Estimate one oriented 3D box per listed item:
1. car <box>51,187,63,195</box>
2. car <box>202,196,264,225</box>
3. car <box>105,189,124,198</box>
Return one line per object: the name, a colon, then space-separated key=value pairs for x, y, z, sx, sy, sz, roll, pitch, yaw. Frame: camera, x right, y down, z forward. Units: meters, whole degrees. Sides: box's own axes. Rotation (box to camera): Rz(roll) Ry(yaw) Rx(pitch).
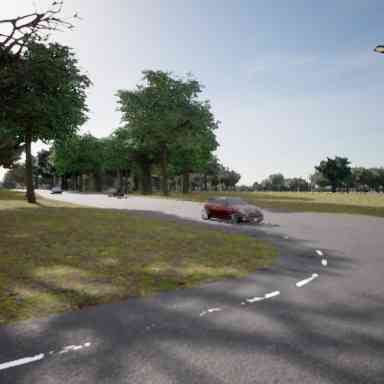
car: x=-27.922 y=-0.208 z=68.788 sx=1.882 sy=1.535 sz=5.008 roll=-1 pitch=2 yaw=-28
car: x=2.702 y=1.114 z=22.644 sx=2.097 sy=1.767 sz=4.553 roll=-1 pitch=2 yaw=-35
car: x=-13.455 y=0.168 z=57.612 sx=1.837 sy=1.490 sz=4.892 roll=-1 pitch=2 yaw=-35
